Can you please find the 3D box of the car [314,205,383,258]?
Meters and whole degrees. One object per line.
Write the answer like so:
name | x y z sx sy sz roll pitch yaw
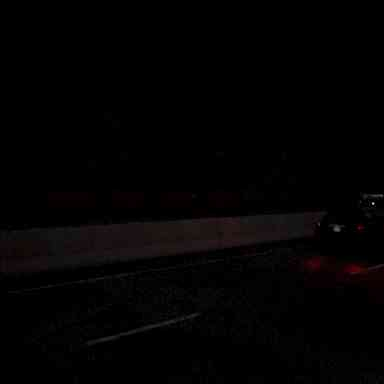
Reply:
car | 6.880 1.345 13.024 4.553 1.767 2.097 0 0 -35

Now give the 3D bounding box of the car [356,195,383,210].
car | 22.981 1.330 42.401 4.553 1.767 2.097 0 0 -41
